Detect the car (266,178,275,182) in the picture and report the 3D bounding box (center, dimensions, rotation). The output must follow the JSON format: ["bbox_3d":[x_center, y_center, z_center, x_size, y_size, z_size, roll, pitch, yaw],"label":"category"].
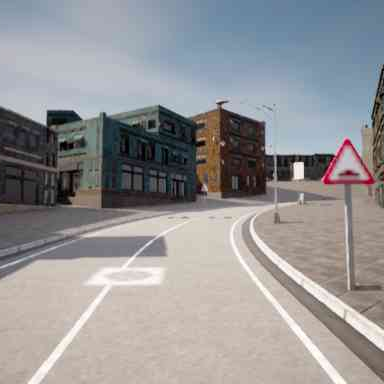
[{"bbox_3d":[20.738,-3.191,92.897,4.553,1.767,2.185,0,-4,-2],"label":"car"}]
